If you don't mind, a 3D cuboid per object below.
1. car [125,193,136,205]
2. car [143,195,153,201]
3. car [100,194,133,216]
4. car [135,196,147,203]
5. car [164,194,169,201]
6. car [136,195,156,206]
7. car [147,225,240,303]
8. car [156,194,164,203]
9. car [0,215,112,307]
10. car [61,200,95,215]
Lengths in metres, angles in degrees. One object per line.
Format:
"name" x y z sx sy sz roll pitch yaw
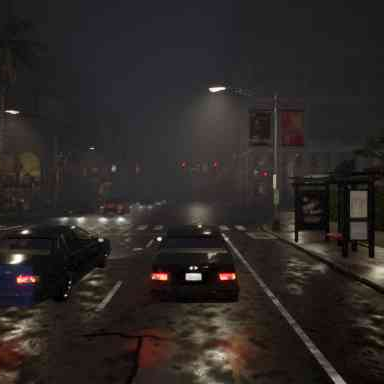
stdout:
"car" -10.989 1.223 57.303 2.150 2.045 5.566 0 0 0
"car" -11.064 1.540 83.946 2.033 1.411 5.357 0 0 0
"car" -7.319 1.352 31.926 2.097 1.767 4.553 0 0 0
"car" -11.022 1.595 71.854 1.895 1.301 4.718 0 0 0
"car" -7.560 1.524 84.145 1.812 1.442 4.674 0 0 0
"car" -7.480 1.506 54.886 1.837 1.490 4.892 0 0 0
"car" 0.025 1.547 8.400 2.033 1.411 5.357 0 0 0
"car" -7.508 1.500 69.934 1.837 1.490 4.892 0 0 0
"car" -3.475 1.547 8.215 2.033 1.411 5.357 0 0 0
"car" -10.819 1.526 31.921 1.812 1.442 4.674 0 0 0
